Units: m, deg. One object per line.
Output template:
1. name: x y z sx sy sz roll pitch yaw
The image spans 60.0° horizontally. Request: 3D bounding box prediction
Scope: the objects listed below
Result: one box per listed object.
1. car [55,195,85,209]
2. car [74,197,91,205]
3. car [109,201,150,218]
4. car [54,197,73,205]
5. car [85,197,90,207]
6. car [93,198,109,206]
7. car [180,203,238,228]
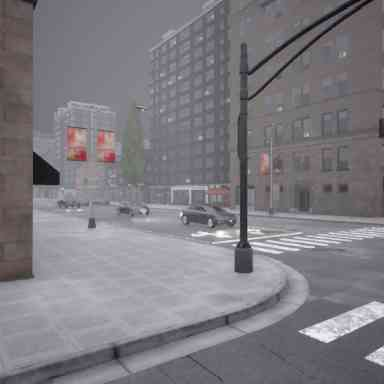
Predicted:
1. car: -18.491 1.398 50.092 2.150 2.045 5.566 0 0 -36
2. car: -21.871 1.760 66.122 1.837 1.490 4.892 0 0 -36
3. car: -5.801 1.598 32.254 2.128 1.511 4.902 0 0 -36
4. car: -25.246 1.803 65.242 2.033 1.411 5.357 0 0 -36
5. car: -19.046 1.782 56.618 1.994 1.385 4.181 0 0 -36
6. car: -15.932 1.713 57.846 2.128 1.511 4.902 0 0 -36
7. car: 1.036 1.568 22.735 1.837 1.490 4.892 0 0 -35
